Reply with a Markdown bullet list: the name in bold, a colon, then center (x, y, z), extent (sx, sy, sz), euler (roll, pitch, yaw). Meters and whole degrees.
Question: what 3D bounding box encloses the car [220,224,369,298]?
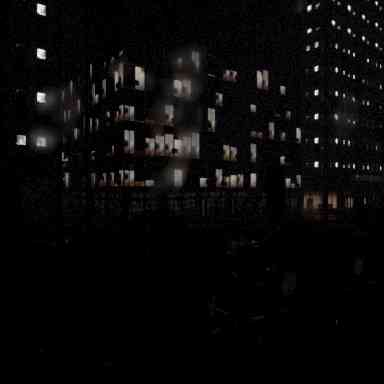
- **car**: center (2.741, 1.545, 8.504), extent (4.507, 1.381, 1.887), euler (0, 0, -35)
